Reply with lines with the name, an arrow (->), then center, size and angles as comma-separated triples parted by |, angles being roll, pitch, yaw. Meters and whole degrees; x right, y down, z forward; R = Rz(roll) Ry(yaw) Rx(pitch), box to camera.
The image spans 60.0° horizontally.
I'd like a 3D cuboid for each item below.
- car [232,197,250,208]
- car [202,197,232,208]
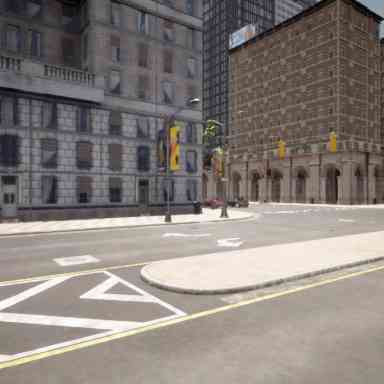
car -> 6.246, 1.505, 48.495 | 1.837, 1.490, 4.892 | 0, 0, -35
car -> 3.039, 1.526, 46.977 | 1.812, 1.442, 4.674 | 0, 0, -35
